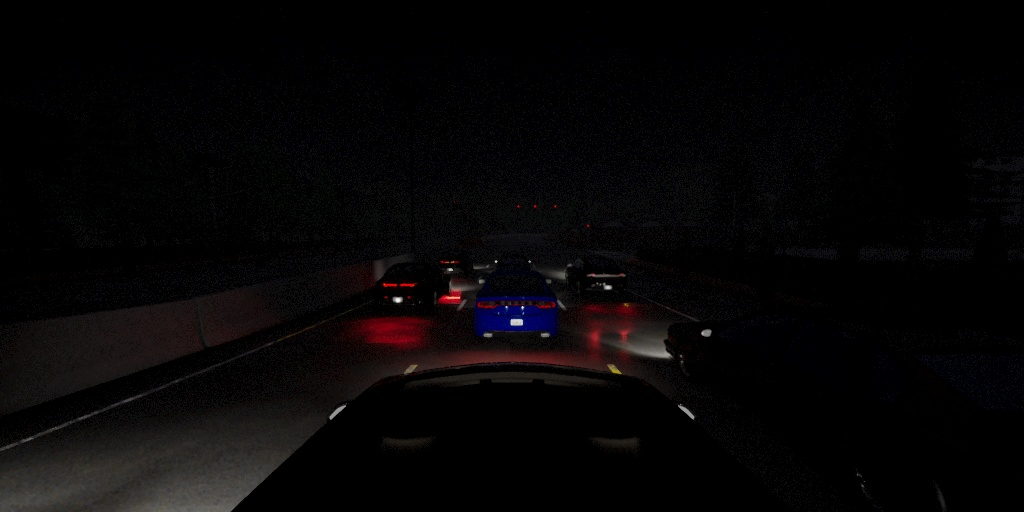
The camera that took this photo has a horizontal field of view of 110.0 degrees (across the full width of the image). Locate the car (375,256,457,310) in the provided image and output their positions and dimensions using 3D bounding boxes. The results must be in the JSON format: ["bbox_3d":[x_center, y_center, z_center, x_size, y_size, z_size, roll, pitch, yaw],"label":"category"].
[{"bbox_3d":[-3.422,0.953,13.110,1.837,1.490,4.892,0,2,0],"label":"car"}]

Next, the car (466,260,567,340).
[{"bbox_3d":[0.088,1.078,9.588,1.882,1.535,5.008,0,2,0],"label":"car"}]

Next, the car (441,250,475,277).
[{"bbox_3d":[-3.458,0.359,22.200,1.837,1.490,4.892,0,4,0],"label":"car"}]

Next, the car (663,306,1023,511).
[{"bbox_3d":[3.604,1.282,3.913,2.033,1.411,5.357,0,1,0],"label":"car"}]

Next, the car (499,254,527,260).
[{"bbox_3d":[0.054,0.606,19.294,2.033,1.411,5.357,0,4,0],"label":"car"}]

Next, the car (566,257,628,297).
[{"bbox_3d":[3.567,0.792,15.744,2.128,1.511,4.902,0,4,0],"label":"car"}]
